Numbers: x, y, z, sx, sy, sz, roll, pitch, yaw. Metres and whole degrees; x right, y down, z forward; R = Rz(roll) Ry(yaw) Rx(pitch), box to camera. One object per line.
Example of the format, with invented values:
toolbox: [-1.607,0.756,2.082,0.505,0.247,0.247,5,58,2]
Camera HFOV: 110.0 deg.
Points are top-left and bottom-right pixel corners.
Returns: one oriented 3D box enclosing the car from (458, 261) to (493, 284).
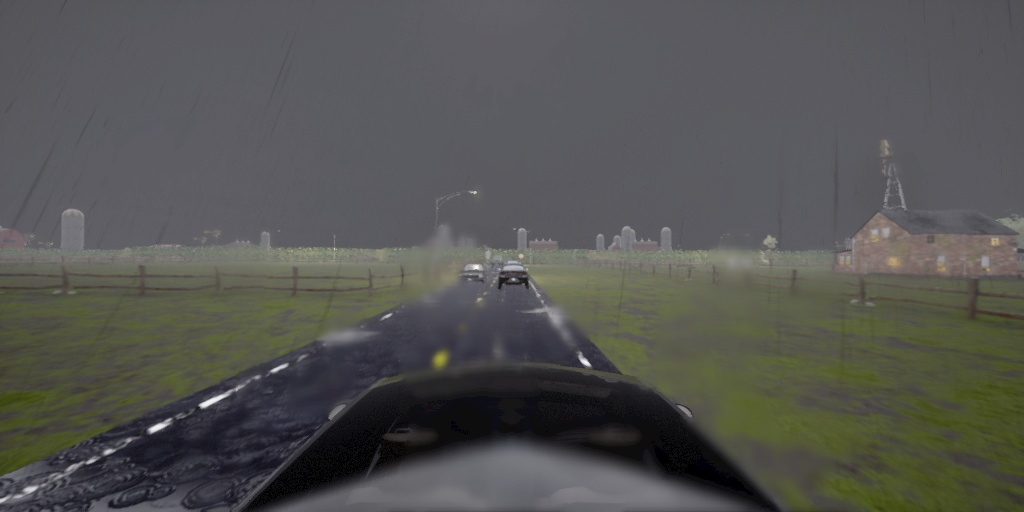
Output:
car: [-2.859,1.302,27.587,2.033,1.411,5.357,0,0,0]

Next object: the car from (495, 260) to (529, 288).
car: [0.092,1.232,23.563,1.882,1.535,5.008,0,0,0]
